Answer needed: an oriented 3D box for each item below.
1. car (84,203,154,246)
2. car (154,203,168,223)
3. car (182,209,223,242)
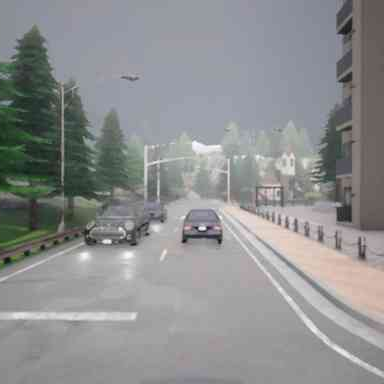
[{"bbox_3d":[-3.221,1.324,15.121,2.097,1.767,4.553,0,0,2],"label":"car"},{"bbox_3d":[-2.934,1.509,25.081,1.994,1.385,4.181,0,0,2],"label":"car"},{"bbox_3d":[0.490,1.521,16.086,2.033,1.411,5.357,0,0,2],"label":"car"}]
